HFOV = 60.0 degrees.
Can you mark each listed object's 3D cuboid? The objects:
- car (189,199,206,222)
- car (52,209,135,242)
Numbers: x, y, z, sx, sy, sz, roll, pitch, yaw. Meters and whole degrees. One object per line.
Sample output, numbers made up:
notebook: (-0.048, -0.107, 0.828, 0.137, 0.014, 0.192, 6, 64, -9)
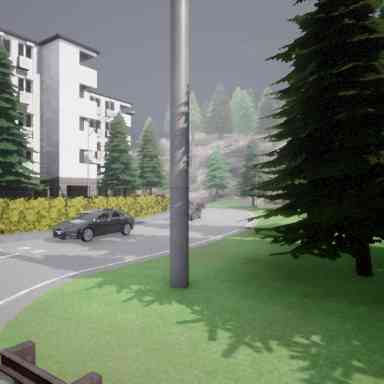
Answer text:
car: (-0.393, 1.667, 28.868, 2.128, 1.511, 4.902, 0, 0, 14)
car: (-5.072, 1.681, 17.761, 1.837, 1.490, 4.892, 0, 0, 29)
